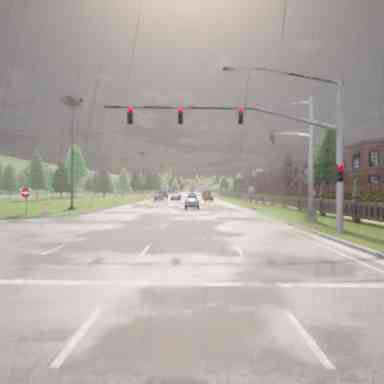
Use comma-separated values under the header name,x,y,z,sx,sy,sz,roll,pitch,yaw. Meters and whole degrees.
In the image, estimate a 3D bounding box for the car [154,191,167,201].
name,x,y,z,sx,sy,sz,roll,pitch,yaw
car,-7.004,1.140,70.699,1.812,1.442,4.674,0,0,0

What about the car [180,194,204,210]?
name,x,y,z,sx,sy,sz,roll,pitch,yaw
car,-0.002,1.336,39.671,2.033,1.411,5.357,0,0,0

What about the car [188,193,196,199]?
name,x,y,z,sx,sy,sz,roll,pitch,yaw
car,-0.004,0.903,80.702,1.837,1.490,4.892,0,0,0

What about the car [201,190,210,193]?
name,x,y,z,sx,sy,sz,roll,pitch,yaw
car,3.496,0.628,80.731,2.150,2.045,5.566,0,0,0

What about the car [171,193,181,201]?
name,x,y,z,sx,sy,sz,roll,pitch,yaw
car,-3.504,1.169,70.700,1.994,1.385,4.181,0,0,0

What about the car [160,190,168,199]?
name,x,y,z,sx,sy,sz,roll,pitch,yaw
car,-7.004,0.628,80.730,2.150,2.045,5.566,0,0,0

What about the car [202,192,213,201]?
name,x,y,z,sx,sy,sz,roll,pitch,yaw
car,3.496,1.211,70.730,1.895,1.301,4.718,0,0,0

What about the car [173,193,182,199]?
name,x,y,z,sx,sy,sz,roll,pitch,yaw
car,-3.504,0.943,80.702,2.033,1.411,5.357,0,0,0
